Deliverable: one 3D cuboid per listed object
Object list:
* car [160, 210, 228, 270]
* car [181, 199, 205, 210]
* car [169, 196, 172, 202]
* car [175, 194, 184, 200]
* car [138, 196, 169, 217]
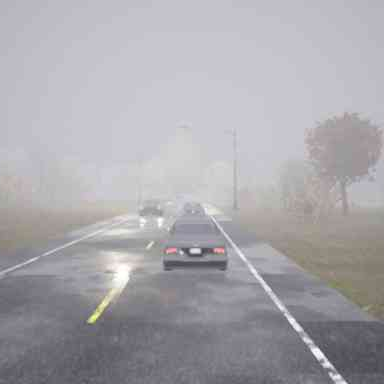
[{"bbox_3d":[0.092,1.537,10.896,2.033,1.411,5.357,0,0,0],"label":"car"},{"bbox_3d":[0.092,1.526,26.980,2.033,1.411,5.357,0,0,0],"label":"car"},{"bbox_3d":[-5.392,1.492,72.673,1.994,1.385,4.181,0,0,-8],"label":"car"},{"bbox_3d":[-3.431,1.303,86.506,1.837,1.490,4.892,0,0,-2],"label":"car"},{"bbox_3d":[-3.603,1.330,30.640,2.097,1.767,4.553,0,0,0],"label":"car"}]
